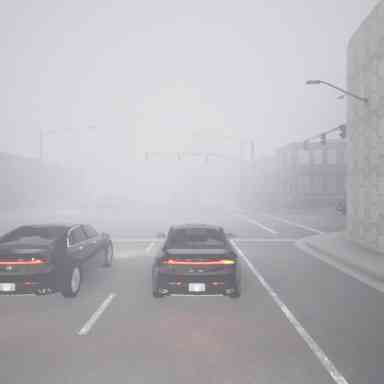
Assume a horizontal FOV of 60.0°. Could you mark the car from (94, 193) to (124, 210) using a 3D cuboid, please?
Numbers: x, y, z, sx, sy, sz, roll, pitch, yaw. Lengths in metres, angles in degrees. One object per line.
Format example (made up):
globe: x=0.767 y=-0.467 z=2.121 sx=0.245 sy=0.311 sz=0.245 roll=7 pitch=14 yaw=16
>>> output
car: x=-10.454 y=1.352 z=42.258 sx=2.097 sy=1.767 sz=4.553 roll=0 pitch=0 yaw=0

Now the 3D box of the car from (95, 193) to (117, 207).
car: x=-13.905 y=1.221 z=54.051 sx=2.150 sy=2.045 sz=5.566 roll=0 pitch=0 yaw=0

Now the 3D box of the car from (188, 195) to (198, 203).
car: x=0.221 y=1.352 z=68.248 sx=2.097 sy=1.767 sz=4.553 roll=0 pitch=0 yaw=0

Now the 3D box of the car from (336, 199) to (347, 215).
car: x=14.910 y=0.764 z=27.576 sx=5.566 sy=2.045 sz=2.150 roll=-5 pitch=0 yaw=0

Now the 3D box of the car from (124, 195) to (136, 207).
car: x=-10.422 y=1.352 z=51.111 sx=2.097 sy=1.767 sz=4.553 roll=0 pitch=0 yaw=0

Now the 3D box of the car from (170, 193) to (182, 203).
car: x=-3.279 y=1.221 z=68.315 sx=2.150 sy=2.045 sz=5.566 roll=0 pitch=0 yaw=0

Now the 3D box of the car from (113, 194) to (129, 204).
car: x=-13.824 y=1.352 z=64.628 sx=2.097 sy=1.767 sz=4.553 roll=0 pitch=0 yaw=1

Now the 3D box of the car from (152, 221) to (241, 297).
car: x=0.106 y=1.505 z=8.537 sx=1.837 sy=1.490 sz=4.892 roll=0 pitch=0 yaw=0

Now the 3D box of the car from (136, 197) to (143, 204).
car: x=-10.358 y=1.564 z=61.680 sx=1.994 sy=1.385 sz=4.181 roll=0 pitch=0 yaw=1

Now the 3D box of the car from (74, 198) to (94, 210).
car: x=-13.946 y=1.491 z=43.758 sx=2.128 sy=1.511 sz=4.902 roll=0 pitch=0 yaw=0

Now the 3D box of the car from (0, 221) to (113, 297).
car: x=-3.394 y=1.505 z=8.553 sx=1.837 sy=1.490 sz=4.892 roll=0 pitch=0 yaw=0
